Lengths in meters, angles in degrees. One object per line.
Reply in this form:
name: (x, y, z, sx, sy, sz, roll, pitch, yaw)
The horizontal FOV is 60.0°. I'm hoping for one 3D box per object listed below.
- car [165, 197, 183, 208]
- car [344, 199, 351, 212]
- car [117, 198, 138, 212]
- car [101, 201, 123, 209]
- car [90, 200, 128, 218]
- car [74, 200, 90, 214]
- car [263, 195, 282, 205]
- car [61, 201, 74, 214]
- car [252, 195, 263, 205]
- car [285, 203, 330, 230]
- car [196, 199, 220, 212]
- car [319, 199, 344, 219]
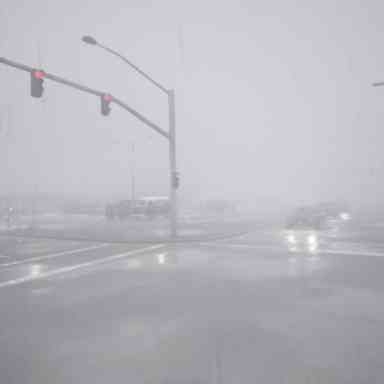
car: (-3.665, 2.086, 75.562, 1.905, 1.878, 3.866, -2, -1, 30)
car: (17.738, 1.562, 39.631, 2.128, 1.511, 4.902, -2, -1, 30)
car: (-12.442, 2.112, 60.399, 1.932, 1.855, 4.605, -2, -1, 30)
car: (-14.910, 2.393, 61.906, 1.784, 1.438, 3.905, -2, -1, 30)
car: (-10.351, 2.107, 41.827, 1.970, 1.475, 3.806, -2, -1, 30)
car: (-12.854, 2.146, 43.281, 1.784, 1.438, 3.905, -2, -1, 30)
car: (15.795, 1.533, 64.245, 1.932, 1.855, 4.605, -2, -1, 30)
car: (-15.204, 2.001, 44.587, 1.932, 1.855, 4.605, -2, -1, 30)
car: (13.320, 1.606, 65.745, 1.905, 1.878, 3.866, -2, -1, 30)
car: (7.599, 1.666, 22.032, 1.994, 1.385, 4.181, -2, -1, 30)
car: (2.218, 1.941, 51.993, 1.970, 1.475, 3.806, -2, -1, 30)
car: (12.193, 1.594, 30.013, 1.837, 1.490, 4.892, -2, -1, 30)
